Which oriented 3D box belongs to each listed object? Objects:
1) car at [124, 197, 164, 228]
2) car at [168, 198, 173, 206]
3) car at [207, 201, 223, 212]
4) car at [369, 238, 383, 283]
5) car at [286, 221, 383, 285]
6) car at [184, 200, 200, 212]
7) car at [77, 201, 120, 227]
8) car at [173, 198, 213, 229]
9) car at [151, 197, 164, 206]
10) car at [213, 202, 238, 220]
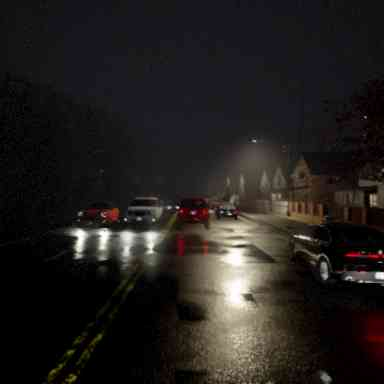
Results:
[{"bbox_3d":[-3.380,1.388,24.060,2.150,2.045,5.566,1,-1,0],"label":"car"},{"bbox_3d":[-3.442,1.951,63.840,1.882,1.535,5.008,1,0,0],"label":"car"},{"bbox_3d":[3.152,2.003,46.755,1.895,1.301,4.718,1,0,0],"label":"car"},{"bbox_3d":[4.262,1.605,3.848,1.812,1.442,4.674,1,0,0],"label":"car"},{"bbox_3d":[4.240,1.636,9.847,1.837,1.490,4.892,1,0,0],"label":"car"},{"bbox_3d":[-0.012,1.905,45.209,2.033,1.411,5.357,1,0,0],"label":"car"},{"bbox_3d":[-6.629,1.481,23.969,2.097,1.767,4.553,1,0,0],"label":"car"},{"bbox_3d":[0.071,1.416,23.355,2.150,2.045,5.566,1,0,0],"label":"car"},{"bbox_3d":[-6.686,1.806,65.453,2.097,1.767,4.553,1,-1,0],"label":"car"},{"bbox_3d":[3.225,1.839,31.784,2.033,1.411,5.357,1,0,1],"label":"car"}]
